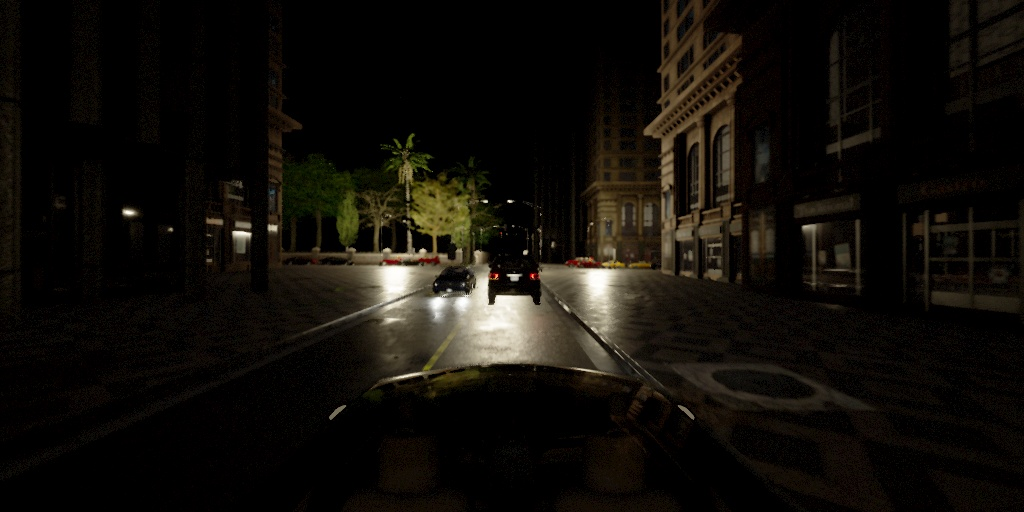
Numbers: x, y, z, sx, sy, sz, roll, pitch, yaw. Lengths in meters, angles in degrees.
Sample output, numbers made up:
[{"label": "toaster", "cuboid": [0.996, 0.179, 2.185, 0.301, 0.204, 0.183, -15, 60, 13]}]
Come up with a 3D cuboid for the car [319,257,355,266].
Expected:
[{"label": "car", "cuboid": [-26.052, 0.846, 54.135, 4.313, 1.339, 1.948, 0, 0, 0]}]

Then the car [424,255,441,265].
[{"label": "car", "cuboid": [-14.993, 0.789, 62.632, 5.009, 1.841, 2.192, 0, 0, 0]}]

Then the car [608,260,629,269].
[{"label": "car", "cuboid": [17.216, 1.457, 62.548, 4.829, 1.417, 1.751, 0, 0, 0]}]

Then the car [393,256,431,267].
[{"label": "car", "cuboid": [-15.004, 0.995, 54.106, 4.403, 1.370, 2.007, 0, 0, 0]}]

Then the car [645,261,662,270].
[{"label": "car", "cuboid": [22.913, 1.540, 54.007, 4.313, 1.339, 1.948, 0, 0, 0]}]

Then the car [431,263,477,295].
[{"label": "car", "cuboid": [-3.007, 1.257, 19.815, 2.033, 1.411, 5.357, 0, 0, 0]}]

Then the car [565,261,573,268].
[{"label": "car", "cuboid": [11.845, 1.171, 62.562, 5.009, 1.841, 2.192, 0, 0, 0]}]

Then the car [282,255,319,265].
[{"label": "car", "cuboid": [-31.577, 0.742, 54.150, 4.507, 1.381, 1.888, 0, 0, 0]}]

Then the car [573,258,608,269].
[{"label": "car", "cuboid": [11.833, 1.266, 54.036, 4.097, 1.591, 1.967, 0, 0, 0]}]

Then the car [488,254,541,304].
[{"label": "car", "cuboid": [0.095, 0.939, 16.280, 2.150, 2.045, 5.566, 0, 0, 0]}]
